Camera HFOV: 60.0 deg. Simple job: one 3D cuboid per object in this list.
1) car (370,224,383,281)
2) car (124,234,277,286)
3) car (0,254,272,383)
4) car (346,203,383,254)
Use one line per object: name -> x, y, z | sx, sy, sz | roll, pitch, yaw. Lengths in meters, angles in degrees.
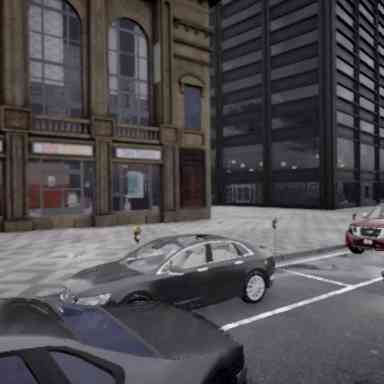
car -> 6.861, 1.526, 8.268 | 5.357, 1.411, 2.033 | 0, 0, -35
car -> -0.225, 1.544, 6.502 | 4.403, 1.369, 2.008 | 0, -1, -36
car -> -1.976, 1.549, 1.969 | 5.357, 1.411, 2.033 | 0, 0, -36
car -> 7.726, 1.287, 12.184 | 5.009, 1.841, 2.192 | 0, -1, -36
